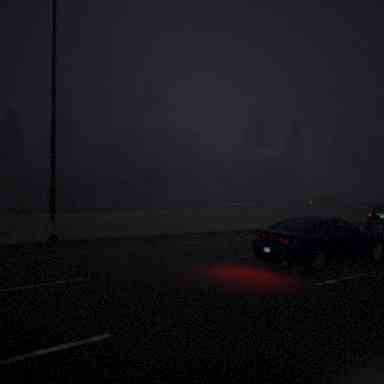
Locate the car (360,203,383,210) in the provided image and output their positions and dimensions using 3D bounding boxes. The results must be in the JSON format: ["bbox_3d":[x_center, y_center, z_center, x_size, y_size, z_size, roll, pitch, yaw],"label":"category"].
[{"bbox_3d":[12.596,1.430,19.817,4.553,1.767,2.097,1,0,-29],"label":"car"}]

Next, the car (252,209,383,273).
[{"bbox_3d":[4.201,1.491,10.738,5.008,1.535,1.882,0,0,-33],"label":"car"}]
